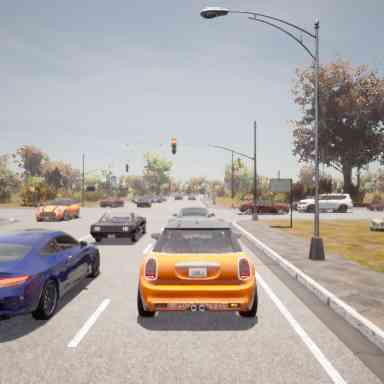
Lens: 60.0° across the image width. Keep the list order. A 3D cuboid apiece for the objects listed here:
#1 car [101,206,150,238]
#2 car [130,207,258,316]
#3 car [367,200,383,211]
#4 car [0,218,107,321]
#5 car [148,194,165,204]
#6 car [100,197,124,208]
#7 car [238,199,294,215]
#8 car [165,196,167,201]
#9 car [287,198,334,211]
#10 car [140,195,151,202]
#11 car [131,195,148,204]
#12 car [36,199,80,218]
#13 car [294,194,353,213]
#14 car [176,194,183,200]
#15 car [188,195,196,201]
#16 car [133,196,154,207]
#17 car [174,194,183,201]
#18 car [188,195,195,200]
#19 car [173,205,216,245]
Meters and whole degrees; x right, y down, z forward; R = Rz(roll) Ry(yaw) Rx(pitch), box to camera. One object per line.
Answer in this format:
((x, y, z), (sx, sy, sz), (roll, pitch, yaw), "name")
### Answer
((-3.409, 1.601, 16.338), (1.895, 1.301, 4.718), (0, 0, 0), "car")
((0.096, 1.352, 7.647), (2.097, 1.767, 4.553), (0, 0, 0), "car")
((22.954, 1.556, 39.160), (4.181, 1.385, 1.994), (0, 0, 3), "car")
((-3.404, 1.526, 7.180), (1.812, 1.442, 4.674), (0, 0, 0), "car")
((-7.069, 1.492, 65.760), (2.128, 1.511, 4.902), (0, 0, 0), "car")
((-11.352, 1.477, 47.584), (1.882, 1.535, 5.008), (1, 0, 12), "car")
((7.128, 1.477, 32.997), (5.008, 1.535, 1.882), (0, 1, 8), "car")
((-7.040, 1.355, 76.554), (2.097, 1.767, 4.553), (0, 0, 0), "car")
((14.064, 1.505, 39.639), (4.892, 1.490, 1.837), (0, 0, 3), "car")
((-10.540, 1.500, 75.719), (1.837, 1.490, 4.892), (0, 0, 0), "car")
((-10.568, 1.492, 64.797), (2.128, 1.511, 4.902), (0, 0, 0), "car")
((-10.614, 1.352, 26.608), (2.097, 1.767, 4.553), (0, 0, 0), "car")
((14.447, 1.221, 36.110), (5.566, 2.045, 2.150), (0, 0, 3), "car")
((-3.505, 1.374, 95.025), (1.812, 1.442, 4.674), (0, 0, 1), "car")
((-0.041, 1.552, 84.748), (1.994, 1.385, 4.181), (0, 0, 0), "car")
((-6.890, 1.601, 47.926), (1.895, 1.301, 4.718), (0, 0, -3), "car")
((-3.540, 1.492, 84.617), (1.837, 1.490, 4.892), (0, 0, 0), "car")
((-0.007, 1.595, 94.785), (1.895, 1.301, 4.718), (0, 0, 1), "car")
((0.091, 1.505, 16.605), (1.837, 1.490, 4.892), (0, 0, 0), "car")
